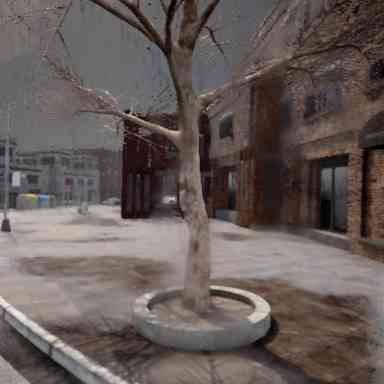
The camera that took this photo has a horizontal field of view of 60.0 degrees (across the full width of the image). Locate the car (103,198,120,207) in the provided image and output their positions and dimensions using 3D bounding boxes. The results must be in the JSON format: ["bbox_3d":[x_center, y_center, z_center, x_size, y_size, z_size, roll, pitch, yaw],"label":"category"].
[{"bbox_3d":[-15.819,1.988,65.571,2.097,1.767,4.553,1,-1,10],"label":"car"}]
